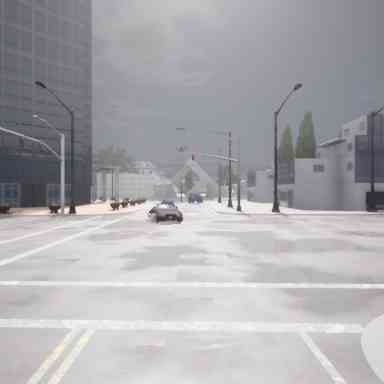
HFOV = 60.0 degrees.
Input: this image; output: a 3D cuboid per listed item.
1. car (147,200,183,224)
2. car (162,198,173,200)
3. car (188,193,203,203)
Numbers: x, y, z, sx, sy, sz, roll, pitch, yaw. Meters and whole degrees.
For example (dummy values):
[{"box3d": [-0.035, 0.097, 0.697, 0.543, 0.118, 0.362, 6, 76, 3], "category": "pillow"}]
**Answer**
[{"box3d": [-2.110, 1.585, 25.135, 1.994, 1.385, 4.181, 0, 0, -18], "category": "car"}, {"box3d": [-3.602, 1.598, 48.541, 1.895, 1.301, 4.718, 0, 0, 0], "category": "car"}, {"box3d": [0.708, 1.218, 67.382, 2.150, 2.045, 5.566, 0, 0, 12], "category": "car"}]
